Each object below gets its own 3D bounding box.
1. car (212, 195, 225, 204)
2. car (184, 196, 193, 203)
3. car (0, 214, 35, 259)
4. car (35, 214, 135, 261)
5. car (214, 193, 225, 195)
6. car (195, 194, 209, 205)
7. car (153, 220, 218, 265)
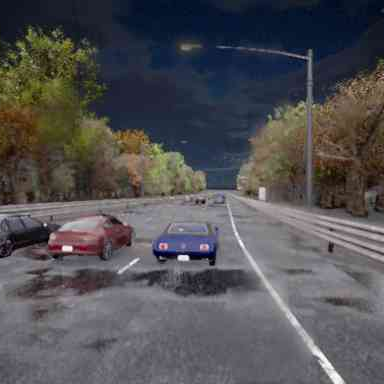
[{"bbox_3d":[5.620,1.769,68.652,1.994,1.385,4.181,0,0,6],"label":"car"},{"bbox_3d":[-0.750,1.693,75.337,2.128,1.511,4.902,0,0,6],"label":"car"},{"bbox_3d":[-6.979,1.532,12.570,2.033,1.411,5.357,0,0,6],"label":"car"},{"bbox_3d":[-3.496,1.537,12.226,1.812,1.442,4.674,0,0,6],"label":"car"},{"bbox_3d":[7.456,1.472,87.126,2.150,2.045,5.566,0,0,6],"label":"car"},{"bbox_3d":[1.762,1.648,65.231,1.882,1.535,5.008,0,0,6],"label":"car"},{"bbox_3d":[-0.014,1.635,11.885,1.895,1.301,4.718,0,0,6],"label":"car"}]
